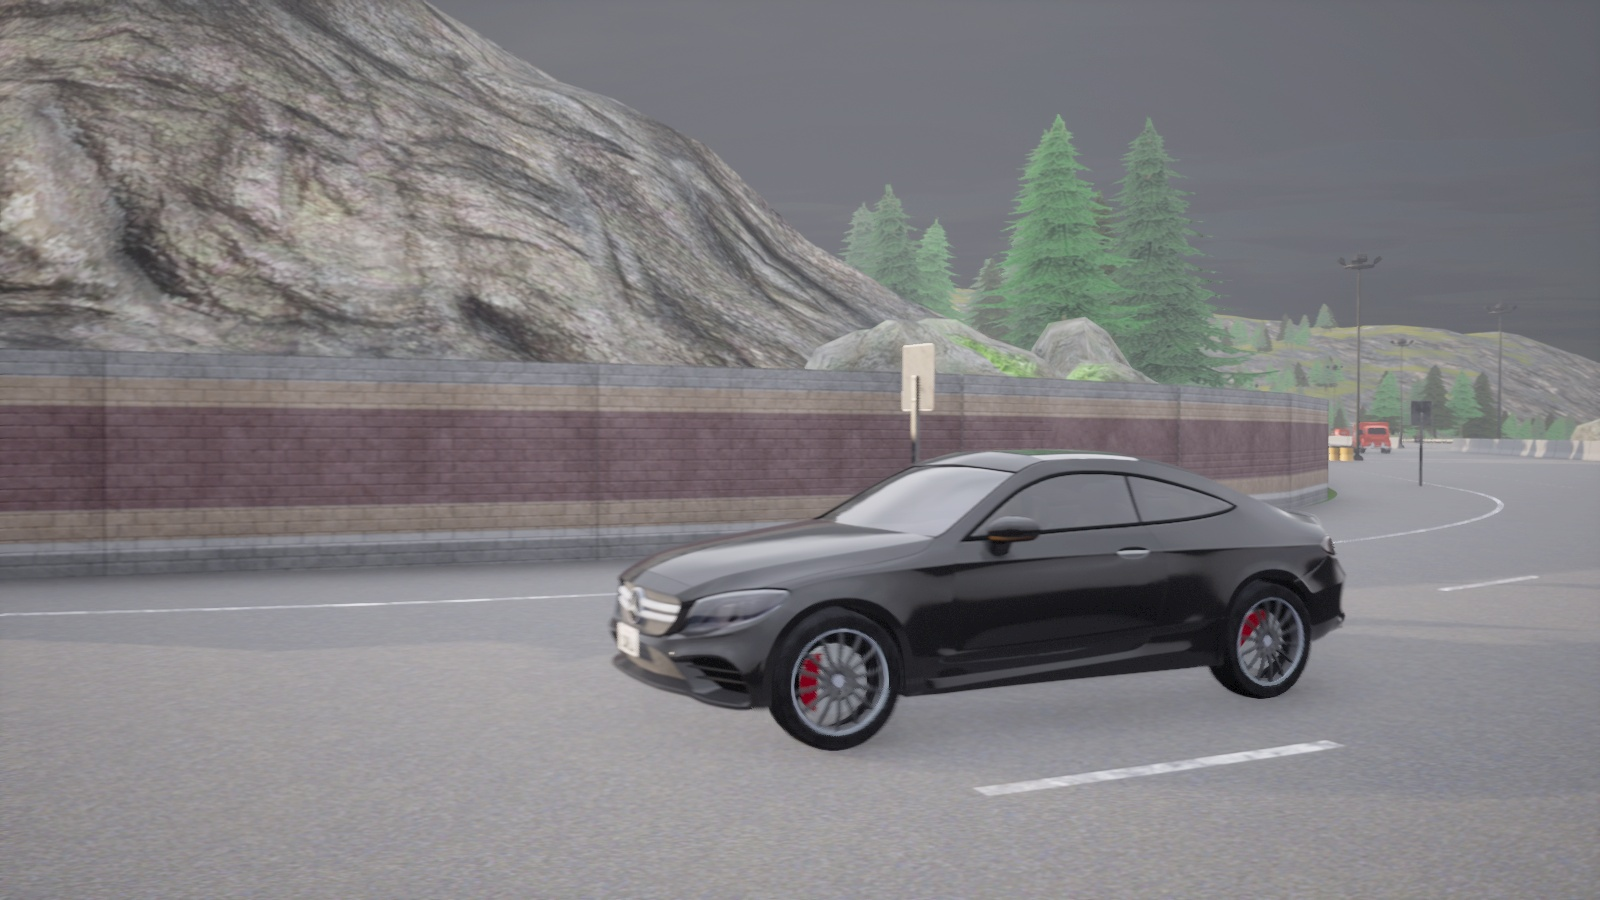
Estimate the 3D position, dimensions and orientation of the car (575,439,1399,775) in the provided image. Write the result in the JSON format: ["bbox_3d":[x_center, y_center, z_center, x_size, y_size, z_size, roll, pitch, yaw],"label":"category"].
[{"bbox_3d":[1.198,0.700,7.547,4.674,1.442,1.812,-1,1,-26],"label":"car"}]
